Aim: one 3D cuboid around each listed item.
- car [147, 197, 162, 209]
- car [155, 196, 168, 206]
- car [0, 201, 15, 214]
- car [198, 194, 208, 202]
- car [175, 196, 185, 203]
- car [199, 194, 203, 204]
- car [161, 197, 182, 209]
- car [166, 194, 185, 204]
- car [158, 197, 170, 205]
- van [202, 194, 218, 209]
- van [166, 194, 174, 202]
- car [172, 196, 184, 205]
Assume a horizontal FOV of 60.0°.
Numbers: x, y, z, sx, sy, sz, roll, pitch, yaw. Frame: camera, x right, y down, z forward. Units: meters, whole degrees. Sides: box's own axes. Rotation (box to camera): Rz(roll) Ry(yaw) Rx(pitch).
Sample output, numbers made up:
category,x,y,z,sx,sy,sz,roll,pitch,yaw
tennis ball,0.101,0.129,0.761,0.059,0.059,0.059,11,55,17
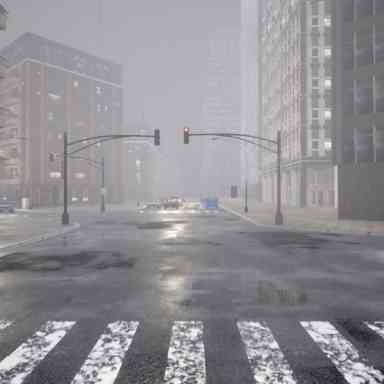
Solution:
category,x,y,z,sx,sy,sz,roll,pitch,yaw
car,-5.212,1.571,45.752,1.752,1.417,4.829,0,0,0
car,-5.188,1.510,57.028,1.967,1.590,4.097,0,0,0
car,-21.456,1.718,36.949,4.674,1.442,1.812,-1,-1,41
car,2.752,1.468,84.773,2.192,1.841,5.009,0,0,0
car,-2.589,1.669,73.899,1.994,1.385,4.181,0,0,0
car,2.716,1.645,68.114,1.887,1.381,4.507,0,0,0
car,-2.730,1.645,45.051,1.895,1.301,4.718,0,0,0
car,-2.705,1.415,54.177,2.097,1.767,4.553,0,0,0
car,-5.176,1.651,62.580,1.947,1.339,4.313,0,0,0
van,2.669,1.387,45.905,1.690,1.788,3.998,0,0,0
van,-5.139,1.475,79.236,1.690,1.788,3.998,0,0,0
car,-2.657,1.580,64.017,2.128,1.511,4.902,0,0,1
